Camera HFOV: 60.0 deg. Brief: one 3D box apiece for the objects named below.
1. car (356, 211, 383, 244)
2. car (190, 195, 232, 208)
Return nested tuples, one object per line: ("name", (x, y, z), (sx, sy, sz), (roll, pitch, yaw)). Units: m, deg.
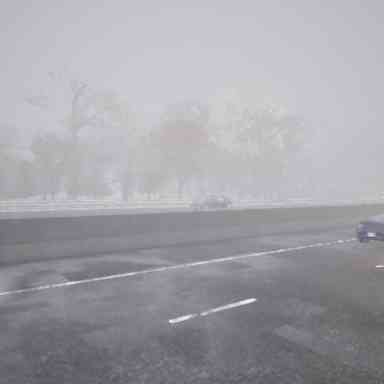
("car", (9.047, 1.534, 14.626), (4.674, 1.442, 1.812), (0, 0, -36))
("car", (2.022, 1.020, 34.646), (4.553, 1.767, 2.097), (0, 0, -33))
